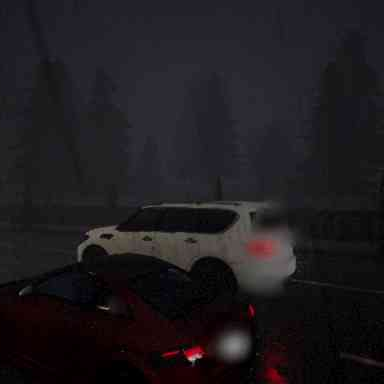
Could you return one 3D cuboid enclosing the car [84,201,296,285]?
[{"bbox_3d":[-0.347,1.242,8.182,5.566,2.045,2.150,-1,0,32],"label":"car"}]

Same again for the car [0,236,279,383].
[{"bbox_3d":[-1.227,1.584,4.573,4.181,1.385,1.994,-1,0,34],"label":"car"}]
